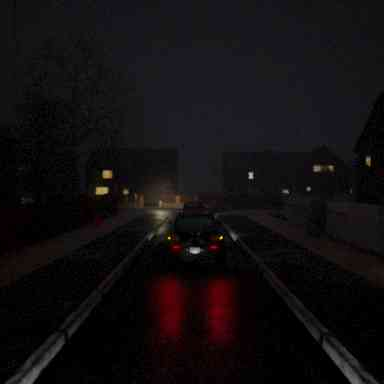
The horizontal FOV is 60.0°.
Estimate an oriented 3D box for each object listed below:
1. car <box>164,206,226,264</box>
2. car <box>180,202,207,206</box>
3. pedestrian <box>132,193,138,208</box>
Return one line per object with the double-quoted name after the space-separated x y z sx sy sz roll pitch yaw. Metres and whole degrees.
0.095 1.407 11.271 1.812 1.442 4.674 0 0 0 "car"
0.115 1.329 22.286 1.994 1.385 4.181 0 1 0 "car"
-6.713 0.946 39.068 0.375 1.860 0.375 0 0 1 "pedestrian"
